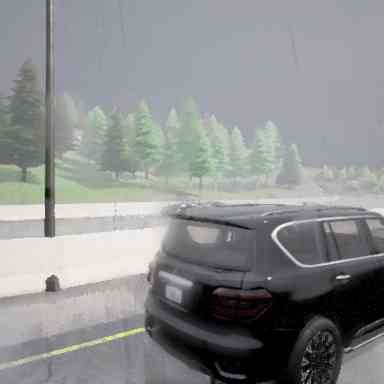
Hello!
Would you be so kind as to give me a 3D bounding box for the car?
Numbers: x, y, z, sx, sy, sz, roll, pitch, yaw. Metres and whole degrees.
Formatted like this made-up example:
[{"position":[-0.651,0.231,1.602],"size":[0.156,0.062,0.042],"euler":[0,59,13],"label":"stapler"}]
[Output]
[{"position":[1.950,1.220,5.252],"size":[5.566,2.045,2.150],"euler":[0,0,-37],"label":"car"}]
